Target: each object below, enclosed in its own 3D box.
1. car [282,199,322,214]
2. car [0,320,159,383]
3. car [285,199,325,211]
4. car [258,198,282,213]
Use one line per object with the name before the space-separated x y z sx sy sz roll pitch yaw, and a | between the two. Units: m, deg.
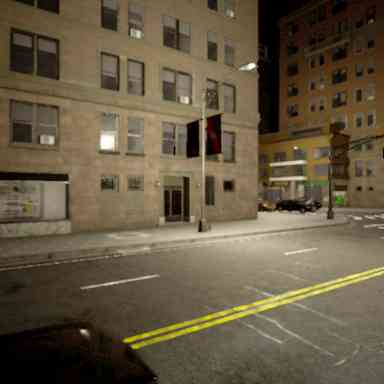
car | 10.954 1.502 35.255 1.812 1.442 4.674 0 0 -36
car | -2.365 1.600 1.739 4.718 1.301 1.895 0 0 -36
car | 13.737 1.560 40.797 1.947 1.339 4.313 0 0 -36
car | 7.209 1.406 36.131 1.967 1.590 4.097 0 0 -36
